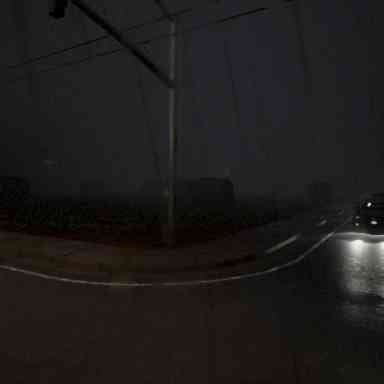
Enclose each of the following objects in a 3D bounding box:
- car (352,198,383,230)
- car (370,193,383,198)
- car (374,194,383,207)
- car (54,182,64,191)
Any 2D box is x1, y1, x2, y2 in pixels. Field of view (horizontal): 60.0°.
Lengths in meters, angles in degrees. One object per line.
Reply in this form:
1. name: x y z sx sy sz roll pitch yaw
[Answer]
1. car: 9.526 1.224 17.220 1.994 1.385 4.181 2 2 31
2. car: 14.335 0.880 25.229 2.097 1.767 4.553 2 2 31
3. car: 21.739 0.925 37.561 1.895 1.301 4.718 2 2 31
4. car: -29.468 -1.180 73.871 1.905 1.878 3.866 6 2 -16
